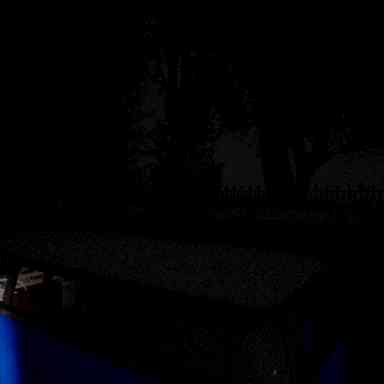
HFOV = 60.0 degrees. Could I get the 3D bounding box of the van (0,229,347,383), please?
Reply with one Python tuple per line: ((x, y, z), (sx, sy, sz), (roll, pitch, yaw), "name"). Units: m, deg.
((-0.657, 1.341, 3.180), (3.998, 1.788, 1.690), (0, 0, 35), "van")
